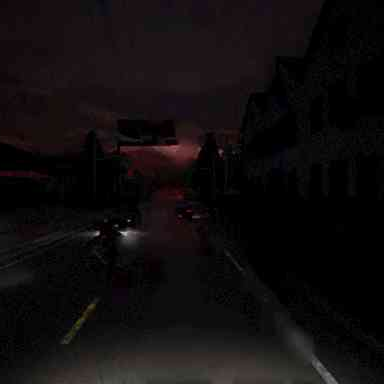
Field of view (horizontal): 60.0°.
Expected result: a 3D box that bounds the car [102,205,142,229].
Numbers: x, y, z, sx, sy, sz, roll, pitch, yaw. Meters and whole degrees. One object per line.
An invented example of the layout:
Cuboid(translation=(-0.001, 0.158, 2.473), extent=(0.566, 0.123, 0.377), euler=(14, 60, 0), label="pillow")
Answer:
Cuboid(translation=(-4.397, 1.547, 21.659), extent=(2.033, 1.411, 5.357), euler=(0, 0, -2), label="car")

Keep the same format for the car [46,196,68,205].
Cuboid(translation=(-24.747, 1.671, 62.244), extent=(4.611, 1.667, 2.242), euler=(0, 0, -3), label="car")

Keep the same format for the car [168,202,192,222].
Cuboid(translation=(-0.938, 1.525, 26.155), extent=(1.812, 1.442, 4.674), euler=(0, 0, -2), label="car")

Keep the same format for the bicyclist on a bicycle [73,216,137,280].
Cuboid(translation=(-2.262, 1.454, 8.622), extent=(1.656, 1.620, 0.582), euler=(-2, 0, -2), label="bicyclist on a bicycle")
